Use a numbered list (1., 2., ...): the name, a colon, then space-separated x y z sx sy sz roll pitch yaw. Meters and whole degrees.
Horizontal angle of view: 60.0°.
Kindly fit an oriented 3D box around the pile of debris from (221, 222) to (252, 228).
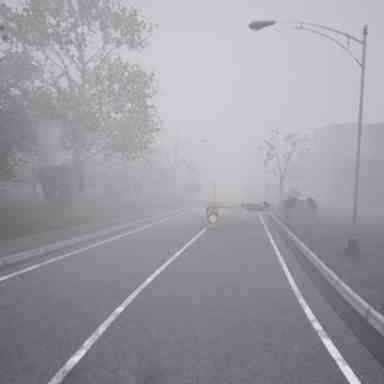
1. pile of debris: 2.821 2.069 21.069 1.860 0.140 1.500 1 0 7

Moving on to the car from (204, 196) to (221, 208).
1. car: 2.686 1.245 41.989 1.812 1.442 4.674 1 0 9

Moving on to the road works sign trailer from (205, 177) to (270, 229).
1. road works sign trailer: 2.637 0.608 19.767 3.560 2.880 2.380 2 7 0
